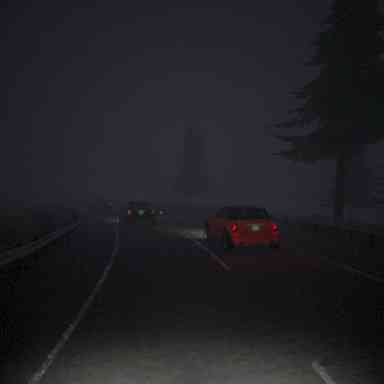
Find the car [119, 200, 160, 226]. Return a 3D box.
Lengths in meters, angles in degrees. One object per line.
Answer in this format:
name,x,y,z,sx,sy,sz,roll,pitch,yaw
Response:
car,-3.972,1.376,23.682,2.097,1.767,4.553,0,0,-18

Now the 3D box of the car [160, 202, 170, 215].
car,-3.778,1.630,33.252,1.895,1.301,4.718,0,0,-23

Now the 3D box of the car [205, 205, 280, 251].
car,1.968,1.352,14.334,2.097,1.767,4.553,0,0,-10

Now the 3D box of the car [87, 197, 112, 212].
car,-11.248,1.409,40.063,2.097,1.767,4.553,0,0,-29
